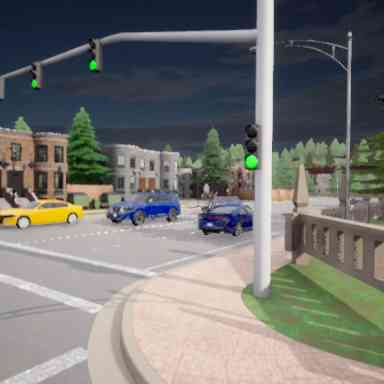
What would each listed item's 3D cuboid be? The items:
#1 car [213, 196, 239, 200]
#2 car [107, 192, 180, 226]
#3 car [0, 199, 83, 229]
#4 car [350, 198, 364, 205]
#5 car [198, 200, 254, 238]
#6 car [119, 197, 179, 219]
[{"bbox_3d":[2.814,1.142,30.418,2.097,1.767,4.553,1,1,35],"label":"car"},{"bbox_3d":[-3.029,1.015,22.154,2.150,2.045,5.566,1,1,35],"label":"car"},{"bbox_3d":[-8.922,1.226,19.841,1.882,1.535,5.008,1,1,35],"label":"car"},{"bbox_3d":[25.396,1.479,50.360,1.895,1.301,4.718,1,1,35],"label":"car"},{"bbox_3d":[2.240,1.375,17.304,1.882,1.535,5.008,1,0,35],"label":"car"},{"bbox_3d":[-3.457,1.236,27.623,2.128,1.511,4.902,1,1,35],"label":"car"}]
